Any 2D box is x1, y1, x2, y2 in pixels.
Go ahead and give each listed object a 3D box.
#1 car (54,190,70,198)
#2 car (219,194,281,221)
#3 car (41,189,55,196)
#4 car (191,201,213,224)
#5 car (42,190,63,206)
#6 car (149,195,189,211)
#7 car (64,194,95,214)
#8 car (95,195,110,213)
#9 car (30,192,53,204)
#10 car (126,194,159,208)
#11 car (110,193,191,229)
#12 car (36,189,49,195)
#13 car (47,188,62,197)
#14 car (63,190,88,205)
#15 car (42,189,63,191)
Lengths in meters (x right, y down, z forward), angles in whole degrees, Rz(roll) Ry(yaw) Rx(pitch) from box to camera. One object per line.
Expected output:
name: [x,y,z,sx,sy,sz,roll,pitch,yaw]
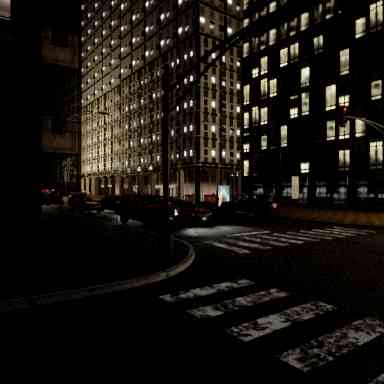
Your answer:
car: [-25.266,0.309,64.641,1.887,1.381,4.507,1,0,-36]
car: [4.155,1.027,24.301,2.192,1.841,5.009,1,0,-36]
car: [-31.802,0.096,73.605,1.887,1.381,4.507,1,0,-36]
car: [-0.655,1.220,21.040,1.812,1.442,4.674,0,1,-36]
car: [-15.657,0.827,37.240,2.008,1.369,4.403,2,0,-36]
car: [-2.388,1.070,33.266,1.947,1.339,4.313,1,0,-36]
car: [-9.122,1.067,28.278,1.802,1.307,4.206,2,0,-36]
car: [-6.435,0.988,28.966,1.882,1.535,5.008,0,1,-36]
car: [-18.925,0.752,41.720,1.802,1.307,4.206,2,0,-36]
car: [-5.657,0.966,37.748,1.947,1.339,4.313,1,0,-36]
car: [-2.579,1.008,19.315,2.192,1.841,5.009,2,0,-36]
car: [-35.071,-0.011,78.087,1.887,1.381,4.507,1,0,-36]
car: [-28.531,0.099,69.122,1.967,1.590,4.097,1,0,-36]
car: [-12.370,0.812,37.124,2.128,1.511,4.902,0,1,-36]
car: [-25.545,0.382,60.600,1.994,1.385,4.181,0,1,-36]
